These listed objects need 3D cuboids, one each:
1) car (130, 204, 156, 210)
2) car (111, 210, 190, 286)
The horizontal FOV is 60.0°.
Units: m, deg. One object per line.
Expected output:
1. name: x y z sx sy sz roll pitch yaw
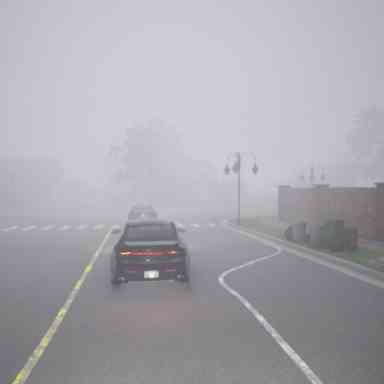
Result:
1. car: -3.615 1.548 24.649 1.994 1.385 4.181 0 0 -8
2. car: -1.196 1.494 9.414 1.837 1.490 4.892 0 0 -8
